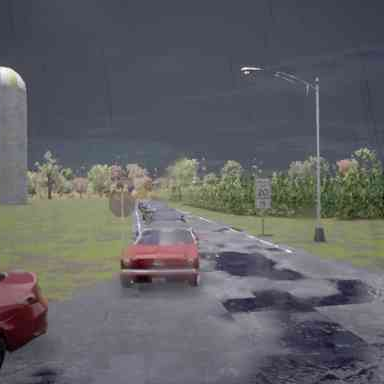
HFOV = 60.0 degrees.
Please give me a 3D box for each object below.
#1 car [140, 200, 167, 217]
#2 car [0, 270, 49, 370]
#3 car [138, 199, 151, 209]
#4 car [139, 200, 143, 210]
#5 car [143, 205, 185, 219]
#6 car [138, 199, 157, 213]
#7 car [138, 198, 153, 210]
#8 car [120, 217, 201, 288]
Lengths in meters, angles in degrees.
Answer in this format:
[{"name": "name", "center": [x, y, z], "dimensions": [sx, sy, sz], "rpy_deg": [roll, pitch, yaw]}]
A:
[{"name": "car", "center": [-2.344, 1.601, 23.448], "dimensions": [2.128, 1.511, 4.902], "rpy_deg": [-1, 0, -10]}, {"name": "car", "center": [-3.987, 1.534, 3.456], "dimensions": [1.812, 1.442, 4.674], "rpy_deg": [0, 0, 45]}, {"name": "car", "center": [-4.508, 1.710, 35.733], "dimensions": [2.033, 1.411, 5.357], "rpy_deg": [-1, 0, -10]}, {"name": "car", "center": [-3.464, 1.701, 29.869], "dimensions": [1.994, 1.385, 4.181], "rpy_deg": [-1, 0, -10]}, {"name": "car", "center": [-1.385, 1.649, 17.803], "dimensions": [1.994, 1.385, 4.181], "rpy_deg": [-1, 0, -10]}, {"name": "car", "center": [-5.669, 1.683, 42.084], "dimensions": [2.128, 1.511, 4.902], "rpy_deg": [-1, 0, -10]}, {"name": "car", "center": [-6.801, 1.696, 48.168], "dimensions": [1.882, 1.535, 5.008], "rpy_deg": [-1, 0, -11]}, {"name": "car", "center": [-0.718, 1.661, 9.610], "dimensions": [1.895, 1.301, 4.718], "rpy_deg": [-1, 0, 1]}]
